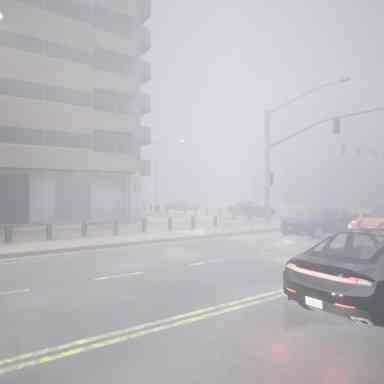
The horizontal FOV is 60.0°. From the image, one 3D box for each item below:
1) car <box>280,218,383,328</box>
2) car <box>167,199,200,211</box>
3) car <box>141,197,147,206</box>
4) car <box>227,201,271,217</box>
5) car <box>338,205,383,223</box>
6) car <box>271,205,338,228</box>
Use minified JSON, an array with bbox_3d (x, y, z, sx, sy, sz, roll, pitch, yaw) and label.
[{"bbox_3d":[3.876,1.492,6.511,4.902,1.511,2.128,0,0,-35],"label":"car"},{"bbox_3d":[-1.018,1.545,40.036,1.895,1.301,4.718,0,0,-35],"label":"car"},{"bbox_3d":[-8.642,1.298,51.117,2.097,1.767,4.553,0,0,-34],"label":"car"},{"bbox_3d":[5.494,1.545,30.774,1.895,1.301,4.718,0,0,-35],"label":"car"},{"bbox_3d":[8.698,1.349,14.373,4.553,1.767,2.097,0,0,-35],"label":"car"},{"bbox_3d":[6.663,1.476,17.222,5.008,1.535,1.882,0,0,-35],"label":"car"}]
